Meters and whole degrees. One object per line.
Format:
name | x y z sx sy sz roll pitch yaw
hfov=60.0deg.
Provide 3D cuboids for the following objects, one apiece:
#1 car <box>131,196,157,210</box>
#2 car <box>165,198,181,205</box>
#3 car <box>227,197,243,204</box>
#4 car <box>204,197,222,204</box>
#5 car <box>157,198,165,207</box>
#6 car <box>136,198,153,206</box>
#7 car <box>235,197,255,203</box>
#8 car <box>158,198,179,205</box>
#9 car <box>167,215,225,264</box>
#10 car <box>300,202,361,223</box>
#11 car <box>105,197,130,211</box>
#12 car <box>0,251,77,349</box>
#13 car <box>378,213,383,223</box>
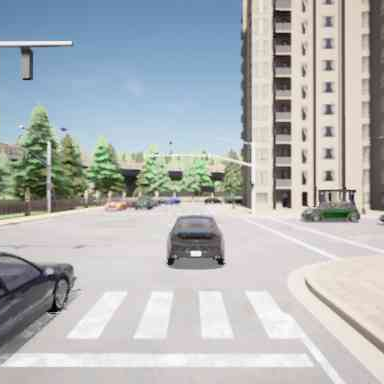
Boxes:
car | -6.952 1.541 48.869 2.150 2.045 5.566 0 0 1
car | -3.951 1.929 68.998 1.882 1.535 5.008 0 0 21
car | 10.166 2.025 76.014 4.902 1.511 2.128 0 0 -37
car | 4.808 1.998 75.879 1.837 1.490 4.892 0 -1 44
car | -6.685 1.876 58.876 2.128 1.511 4.902 0 0 6
car | -9.221 1.947 64.494 1.812 1.442 4.674 0 0 12
car | 13.141 2.064 82.002 4.674 1.442 1.812 0 0 -24
car | -5.258 2.024 74.077 2.033 1.411 5.357 0 0 30
car | 0.126 1.594 12.198 1.837 1.490 4.892 0 -1 0
car | 11.449 1.592 27.757 4.553 1.767 2.097 0 0 1
car | -10.478 1.651 45.898 2.097 1.767 4.553 0 0 0
car | -3.403 1.579 4.742 2.033 1.411 5.357 0 0 0
car | 16.279 1.819 24.254 4.718 1.301 1.895 0 0 -1
